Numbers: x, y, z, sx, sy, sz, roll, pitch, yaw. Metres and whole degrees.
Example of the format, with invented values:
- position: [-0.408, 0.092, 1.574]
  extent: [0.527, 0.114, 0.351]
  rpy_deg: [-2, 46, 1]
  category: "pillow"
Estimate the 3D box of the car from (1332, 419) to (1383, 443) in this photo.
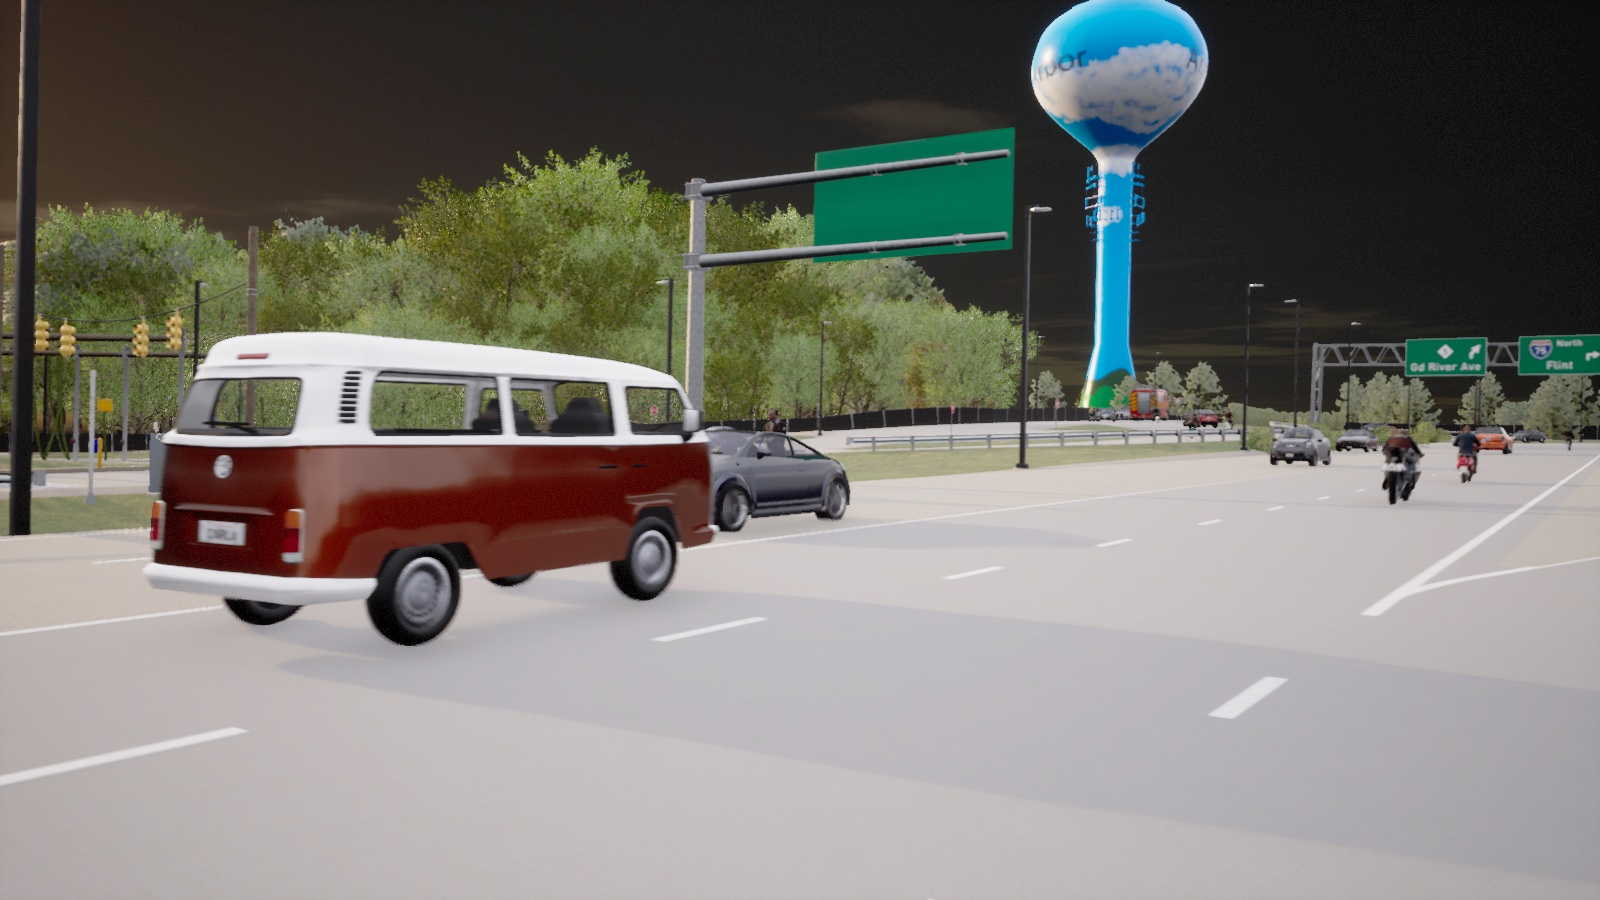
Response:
- position: [34.757, -1.194, 78.209]
  extent: [2.033, 1.411, 5.357]
  rpy_deg: [0, 2, 34]
  category: "car"

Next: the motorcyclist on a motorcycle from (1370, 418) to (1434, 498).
- position: [12.160, 0.129, 25.326]
  extent: [0.866, 1.530, 2.191]
  rpy_deg: [0, 1, 34]
  category: "motorcyclist on a motorcycle"

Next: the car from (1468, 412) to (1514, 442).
- position: [42.646, -1.420, 77.427]
  extent: [2.097, 1.767, 4.553]
  rpy_deg: [0, 2, 34]
  category: "car"

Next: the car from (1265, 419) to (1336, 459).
- position: [19.603, -0.461, 49.135]
  extent: [1.845, 1.501, 3.633]
  rpy_deg: [0, 2, 34]
  category: "car"

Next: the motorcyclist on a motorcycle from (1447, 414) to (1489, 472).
- position: [18.753, -0.213, 35.228]
  extent: [0.866, 1.590, 1.817]
  rpy_deg: [0, 1, 34]
  category: "motorcyclist on a motorcycle"

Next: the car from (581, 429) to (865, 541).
- position: [-0.980, 0.409, 18.221]
  extent: [1.994, 1.385, 4.181]
  rpy_deg: [0, 2, 34]
  category: "car"

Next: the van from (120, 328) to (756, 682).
- position: [-2.428, 0.266, 9.679]
  extent: [2.069, 2.038, 4.480]
  rpy_deg: [0, 1, 30]
  category: "van"
